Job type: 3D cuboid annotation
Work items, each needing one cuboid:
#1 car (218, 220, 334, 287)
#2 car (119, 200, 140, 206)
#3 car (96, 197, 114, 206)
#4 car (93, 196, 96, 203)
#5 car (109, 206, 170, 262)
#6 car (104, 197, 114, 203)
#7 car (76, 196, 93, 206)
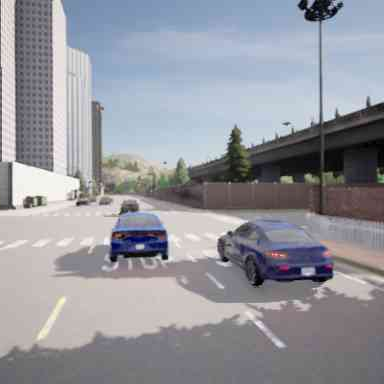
[{"bbox_3d":[2.071,1.506,9.279,1.812,1.442,4.674,0,0,-10],"label":"car"},{"bbox_3d":[-6.419,1.569,34.285,1.837,1.490,4.892,0,0,-12],"label":"car"},{"bbox_3d":[-14.510,1.556,55.569,1.837,1.490,4.892,0,0,-11],"label":"car"},{"bbox_3d":[-21.040,1.622,70.239,2.033,1.411,5.357,0,0,-12],"label":"car"},{"bbox_3d":[-1.962,1.481,12.294,1.882,1.535,5.008,0,0,-10],"label":"car"},{"bbox_3d":[-17.653,1.655,71.146,1.895,1.301,4.718,0,0,-12],"label":"car"},{"bbox_3d":[-17.881,1.674,54.587,1.895,1.301,4.718,0,0,-11],"label":"car"}]
